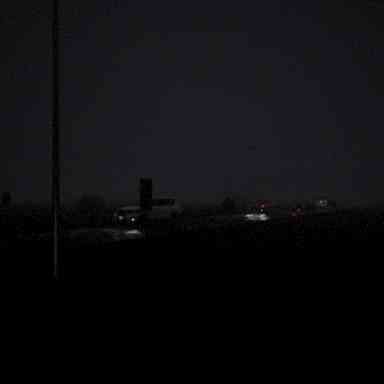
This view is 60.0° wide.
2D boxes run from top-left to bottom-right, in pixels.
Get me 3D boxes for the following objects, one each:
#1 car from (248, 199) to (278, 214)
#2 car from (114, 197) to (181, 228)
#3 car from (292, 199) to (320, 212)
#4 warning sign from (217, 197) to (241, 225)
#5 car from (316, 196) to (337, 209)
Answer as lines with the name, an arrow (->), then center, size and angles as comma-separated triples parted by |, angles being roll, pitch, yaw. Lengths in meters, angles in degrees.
car -> 8.520, 1.640, 39.792 | 2.097, 1.767, 4.553 | 0, -1, 37
car -> -3.071, 1.373, 24.241 | 2.150, 2.045, 5.566 | 0, -1, 37
car -> 14.667, 1.914, 43.224 | 1.895, 1.301, 4.718 | 0, -1, 37
warning sign -> 2.541, 1.256, 22.891 | 1.300, 1.860, 1.060 | 0, 0, 37
car -> 20.729, 1.594, 51.457 | 2.150, 2.045, 5.566 | 0, -1, 37
